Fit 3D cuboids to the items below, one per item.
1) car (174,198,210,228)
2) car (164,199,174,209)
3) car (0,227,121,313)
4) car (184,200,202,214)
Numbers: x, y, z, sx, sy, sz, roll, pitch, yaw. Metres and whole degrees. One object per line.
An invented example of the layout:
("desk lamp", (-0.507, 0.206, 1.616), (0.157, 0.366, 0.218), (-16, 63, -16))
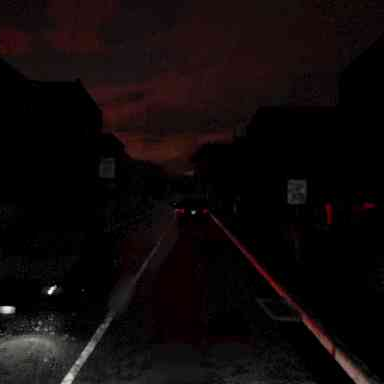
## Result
("car", (0.100, 1.412, 23.713), (2.150, 2.045, 5.566), (0, 0, 0))
("car", (-3.198, 1.826, 51.617), (1.882, 1.535, 5.008), (0, 0, 0))
("car", (-3.102, 1.614, 8.253), (2.033, 1.411, 5.357), (0, 0, 0))
("car", (0.103, 1.811, 41.237), (2.128, 1.511, 4.902), (0, 0, 0))
